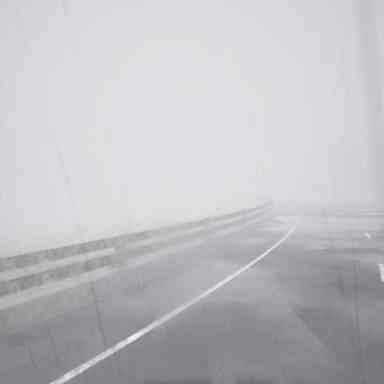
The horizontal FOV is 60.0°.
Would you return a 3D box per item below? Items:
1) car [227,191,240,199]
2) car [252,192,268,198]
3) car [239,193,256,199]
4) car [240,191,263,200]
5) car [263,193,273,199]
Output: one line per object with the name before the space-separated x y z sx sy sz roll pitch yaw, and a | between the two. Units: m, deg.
car | 10.789 0.795 83.933 2.150 2.045 5.566 -2 0 -18
car | 17.537 0.832 85.815 1.882 1.535 5.008 -2 0 -18
car | 14.172 0.987 84.860 2.128 1.511 4.902 -2 0 -18
car | 13.102 0.781 73.683 2.150 2.045 5.566 -2 0 -10
car | 16.458 0.926 74.827 1.882 1.535 5.008 -2 0 -10
